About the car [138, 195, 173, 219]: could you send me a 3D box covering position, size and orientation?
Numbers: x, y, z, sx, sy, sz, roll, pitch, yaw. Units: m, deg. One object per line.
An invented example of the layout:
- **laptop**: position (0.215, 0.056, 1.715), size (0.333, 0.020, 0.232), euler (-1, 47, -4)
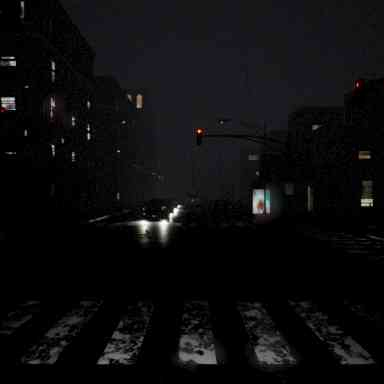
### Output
- **car**: position (-3.081, 1.356, 29.090), size (2.097, 1.767, 4.553), euler (0, 0, 0)

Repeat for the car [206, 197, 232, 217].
- **car**: position (2.704, 1.446, 31.836), size (1.967, 1.590, 4.097), euler (0, 0, 0)

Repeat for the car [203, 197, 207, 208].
- **car**: position (2.712, 1.597, 43.230), size (1.802, 1.307, 4.206), euler (0, 0, 0)

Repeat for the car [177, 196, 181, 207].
- **car**: position (-3.065, 1.621, 48.492), size (1.895, 1.301, 4.718), euler (0, 0, 0)

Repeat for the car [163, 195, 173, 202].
- **car**: position (-5.649, 1.498, 77.402), size (1.967, 1.590, 4.097), euler (0, 0, 0)

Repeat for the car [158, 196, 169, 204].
- **car**: position (-5.655, 1.566, 65.840), size (1.752, 1.417, 4.829), euler (0, 0, 0)

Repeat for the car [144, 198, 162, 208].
- **car**: position (-5.665, 1.572, 48.920), size (2.008, 1.369, 4.403), euler (0, 0, 0)

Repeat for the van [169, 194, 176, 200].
- **van**: position (-5.639, 1.431, 94.493), size (1.690, 1.788, 3.998), euler (-1, 0, 0)

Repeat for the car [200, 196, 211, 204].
- **car**: position (2.726, 1.592, 66.017), size (2.008, 1.369, 4.403), euler (-1, 0, 0)

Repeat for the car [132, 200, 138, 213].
- **car**: position (-5.673, 1.561, 37.526), size (2.008, 1.369, 4.403), euler (0, 0, 0)

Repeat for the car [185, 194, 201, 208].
- **car**: position (0.132, 1.243, 50.065), size (2.150, 2.045, 5.566), euler (0, 0, 0)

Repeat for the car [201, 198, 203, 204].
- **car**: position (2.715, 1.572, 48.927), size (2.008, 1.369, 4.403), euler (0, 0, 0)

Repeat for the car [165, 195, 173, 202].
- **car**: position (-5.645, 1.593, 82.929), size (1.752, 1.417, 4.829), euler (-1, 0, 0)

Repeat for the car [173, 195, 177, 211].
- **car**: position (-3.073, 1.489, 38.209), size (1.882, 1.535, 5.008), euler (0, 0, 0)
